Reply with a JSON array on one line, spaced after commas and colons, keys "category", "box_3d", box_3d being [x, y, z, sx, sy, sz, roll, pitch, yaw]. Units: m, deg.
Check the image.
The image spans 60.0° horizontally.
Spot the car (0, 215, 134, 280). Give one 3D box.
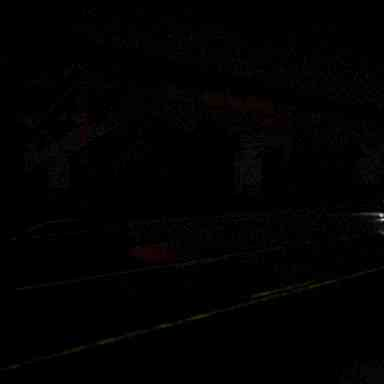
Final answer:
[{"category": "car", "box_3d": [-4.109, 1.460, 9.580, 4.902, 1.511, 2.128, -1, 1, -33]}]

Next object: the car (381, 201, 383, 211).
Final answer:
[{"category": "car", "box_3d": [17.686, 0.762, 27.470, 4.553, 1.767, 2.097, -1, 1, -32]}]
